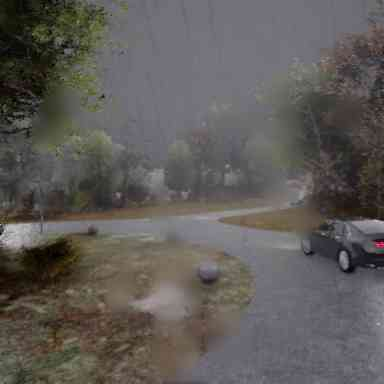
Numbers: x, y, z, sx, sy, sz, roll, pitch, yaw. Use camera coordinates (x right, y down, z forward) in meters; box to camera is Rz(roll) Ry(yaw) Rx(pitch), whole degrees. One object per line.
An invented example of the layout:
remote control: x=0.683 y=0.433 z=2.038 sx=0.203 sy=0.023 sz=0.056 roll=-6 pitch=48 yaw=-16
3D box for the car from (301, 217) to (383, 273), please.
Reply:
car: x=5.248 y=1.595 z=11.059 sx=1.837 sy=1.490 sz=4.892 roll=0 pitch=-1 yaw=-2

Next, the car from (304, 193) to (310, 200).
car: x=29.440 y=1.216 z=84.167 sx=2.150 sy=2.045 sz=5.566 roll=-1 pitch=2 yaw=24

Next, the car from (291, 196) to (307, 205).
car: x=21.651 y=2.014 z=68.283 sx=1.994 sy=1.385 sz=4.181 roll=-1 pitch=1 yaw=28
